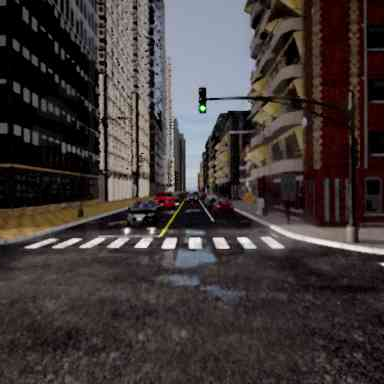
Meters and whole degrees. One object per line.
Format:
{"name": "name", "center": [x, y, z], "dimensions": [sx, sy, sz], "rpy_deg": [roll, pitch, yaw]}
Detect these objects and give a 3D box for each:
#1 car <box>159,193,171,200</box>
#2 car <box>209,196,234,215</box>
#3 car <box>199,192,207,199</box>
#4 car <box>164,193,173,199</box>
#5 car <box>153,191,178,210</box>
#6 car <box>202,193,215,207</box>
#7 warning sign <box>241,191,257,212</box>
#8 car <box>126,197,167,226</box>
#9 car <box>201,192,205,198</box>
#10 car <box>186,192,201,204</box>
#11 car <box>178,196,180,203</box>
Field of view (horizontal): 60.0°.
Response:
{"name": "car", "center": [-5.710, 1.005, 70.581], "dimensions": [2.008, 1.369, 4.403], "rpy_deg": [0, 0, 0]}
{"name": "car", "center": [2.731, 1.301, 29.425], "dimensions": [1.802, 1.307, 4.206], "rpy_deg": [0, 0, 0]}
{"name": "car", "center": [2.666, 0.743, 81.879], "dimensions": [1.967, 1.590, 4.097], "rpy_deg": [0, 0, 0]}
{"name": "car", "center": [-5.713, 0.913, 81.878], "dimensions": [1.887, 1.381, 4.507], "rpy_deg": [0, 0, 0]}
{"name": "car", "center": [-3.107, 0.923, 37.358], "dimensions": [2.150, 2.045, 5.566], "rpy_deg": [0, 0, 0]}
{"name": "car", "center": [2.677, 1.165, 42.341], "dimensions": [2.008, 1.369, 4.403], "rpy_deg": [0, 0, 0]}
{"name": "warning sign", "center": [5.051, 0.815, 29.536], "dimensions": [1.300, 1.860, 1.060], "rpy_deg": [-1, 0, 0]}
{"name": "car", "center": [-3.108, 1.315, 22.141], "dimensions": [2.128, 1.511, 4.902], "rpy_deg": [0, 1, 0]}
{"name": "car", "center": [2.676, 1.119, 47.989], "dimensions": [2.008, 1.369, 4.403], "rpy_deg": [0, 0, 0]}
{"name": "car", "center": [-0.015, 1.157, 52.053], "dimensions": [1.895, 1.301, 4.718], "rpy_deg": [0, 0, 0]}
{"name": "car", "center": [-3.019, 1.094, 56.072], "dimensions": [2.033, 1.411, 5.357], "rpy_deg": [0, 0, 0]}
